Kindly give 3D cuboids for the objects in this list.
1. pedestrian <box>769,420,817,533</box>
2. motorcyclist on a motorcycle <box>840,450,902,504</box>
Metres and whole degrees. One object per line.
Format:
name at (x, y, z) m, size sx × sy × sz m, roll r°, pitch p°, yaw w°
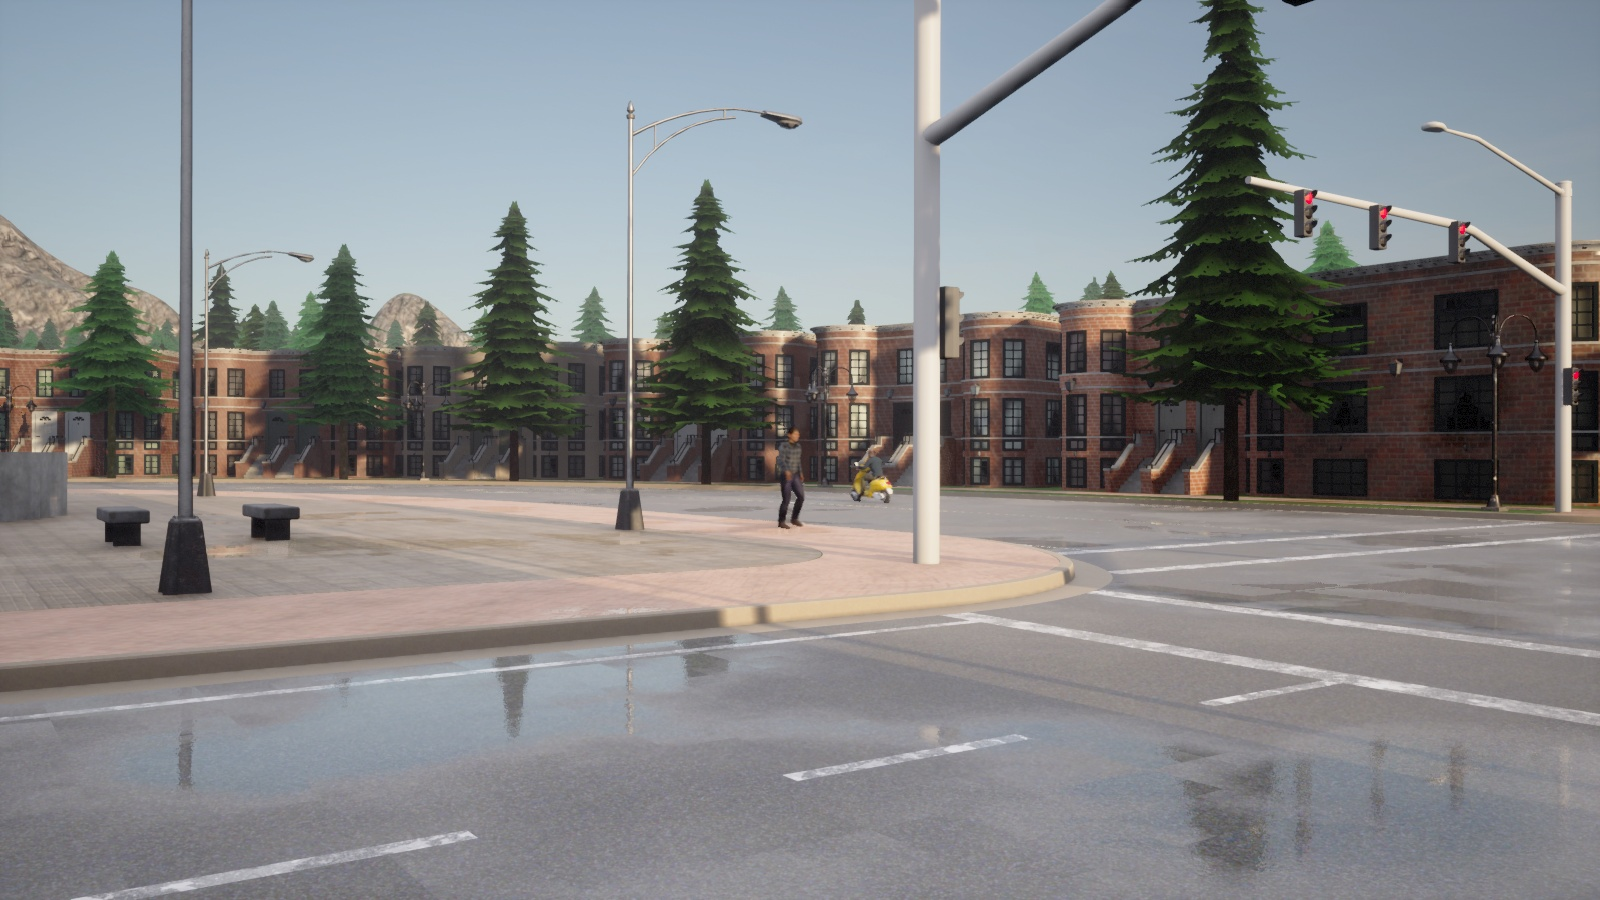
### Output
pedestrian at (-0.123, 0.458, 22.052) m, size 0.423 × 1.949 × 0.788 m, roll 0°, pitch 0°, yaw -42°
motorcyclist on a motorcycle at (2.115, 0.786, 37.600) m, size 0.866 × 1.590 × 1.817 m, roll 0°, pitch 0°, yaw -38°
